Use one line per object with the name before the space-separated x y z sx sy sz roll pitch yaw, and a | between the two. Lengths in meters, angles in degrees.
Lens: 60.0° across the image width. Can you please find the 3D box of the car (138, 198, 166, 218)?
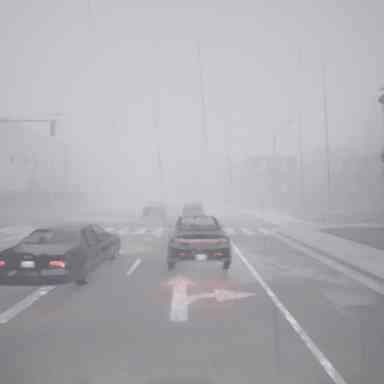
car | -3.420 1.599 30.479 1.812 1.442 4.674 0 0 0

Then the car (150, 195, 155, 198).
car | -10.506 1.552 84.582 2.097 1.767 4.553 0 0 0

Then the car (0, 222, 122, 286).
car | -3.438 1.570 9.507 2.033 1.411 5.357 0 0 0

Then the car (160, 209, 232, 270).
car | 0.114 1.515 11.123 2.128 1.511 4.902 0 -1 -3

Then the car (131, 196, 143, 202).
car | -14.006 1.736 84.591 2.033 1.411 5.357 0 0 0

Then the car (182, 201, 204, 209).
car | 0.088 1.552 31.060 1.882 1.535 5.008 0 0 0

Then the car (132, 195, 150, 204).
car | -10.507 1.685 68.211 2.128 1.511 4.902 0 0 0

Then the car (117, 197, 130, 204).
car | -14.005 1.758 68.150 1.895 1.301 4.718 0 0 0
